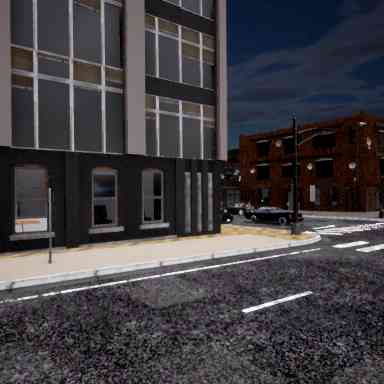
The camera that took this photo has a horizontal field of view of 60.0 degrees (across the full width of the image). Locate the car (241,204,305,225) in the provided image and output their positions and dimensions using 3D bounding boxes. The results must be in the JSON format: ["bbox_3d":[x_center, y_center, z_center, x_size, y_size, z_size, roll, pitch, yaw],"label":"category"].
[{"bbox_3d":[6.517,1.872,26.550,1.895,1.301,4.718,-1,0,-37],"label":"car"}]

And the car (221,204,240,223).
[{"bbox_3d":[1.636,1.935,28.516,1.947,1.339,4.313,-2,0,-37],"label":"car"}]

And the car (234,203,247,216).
[{"bbox_3d":[5.263,1.920,38.109,2.008,1.369,4.403,-2,0,-37],"label":"car"}]
